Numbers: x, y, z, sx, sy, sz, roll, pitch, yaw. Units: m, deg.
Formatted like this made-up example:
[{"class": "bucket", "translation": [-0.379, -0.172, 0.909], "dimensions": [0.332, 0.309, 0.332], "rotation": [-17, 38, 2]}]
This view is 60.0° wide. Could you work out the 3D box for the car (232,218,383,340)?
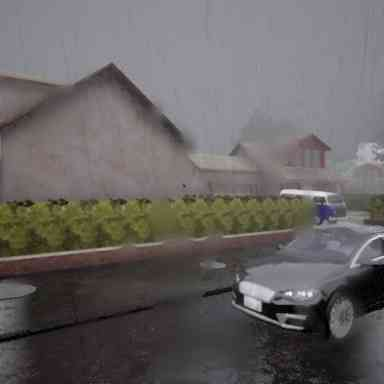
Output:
[{"class": "car", "translation": [2.976, 1.488, 6.597], "dimensions": [4.902, 1.511, 2.128], "rotation": [0, 0, -34]}]
